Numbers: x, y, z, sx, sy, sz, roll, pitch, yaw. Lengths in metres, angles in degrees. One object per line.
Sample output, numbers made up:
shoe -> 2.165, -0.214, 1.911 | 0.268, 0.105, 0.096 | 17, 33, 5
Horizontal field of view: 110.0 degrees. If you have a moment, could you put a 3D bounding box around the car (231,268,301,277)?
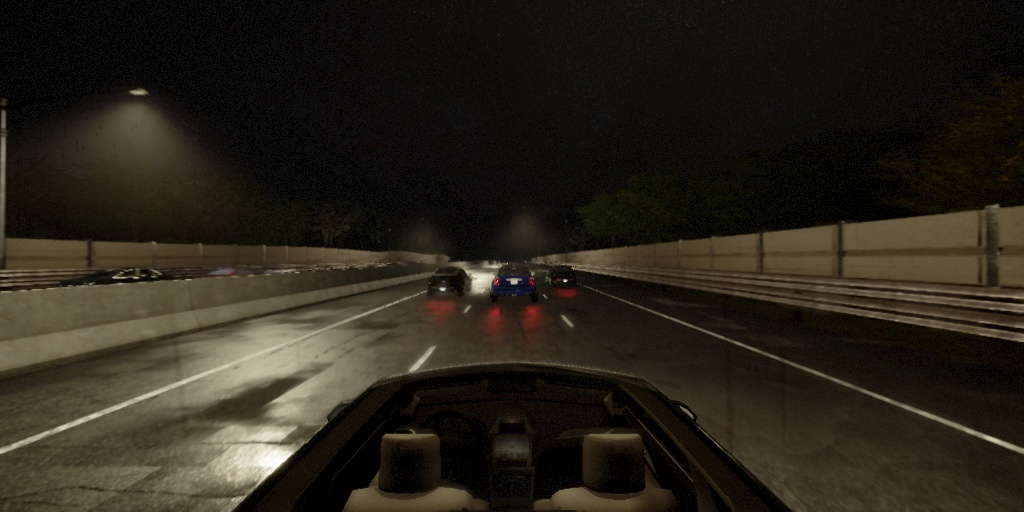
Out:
car -> -14.037, 1.501, 21.642 | 1.895, 1.301, 4.718 | 0, -1, 1

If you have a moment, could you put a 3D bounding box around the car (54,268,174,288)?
car -> -21.055, 1.387, 19.292 | 1.837, 1.490, 4.892 | 0, -1, 0

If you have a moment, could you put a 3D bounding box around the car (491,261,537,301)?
car -> 0.101, 1.222, 18.173 | 2.097, 1.767, 4.553 | 0, -1, 0

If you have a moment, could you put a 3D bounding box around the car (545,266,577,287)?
car -> 3.605, 1.448, 26.678 | 1.837, 1.490, 4.892 | 0, 0, 0

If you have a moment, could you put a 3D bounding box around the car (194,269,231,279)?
car -> -17.531, 1.470, 22.260 | 1.994, 1.385, 4.181 | 0, -1, 1

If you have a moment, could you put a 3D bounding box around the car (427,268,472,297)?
car -> -3.397, 1.389, 20.024 | 1.837, 1.490, 4.892 | 0, 0, 0
